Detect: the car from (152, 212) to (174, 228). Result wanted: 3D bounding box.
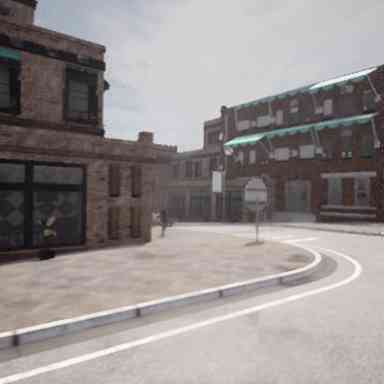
[{"bbox_3d":[-3.286,2.372,27.896,1.994,1.385,4.181,1,-6,-37],"label":"car"}]
